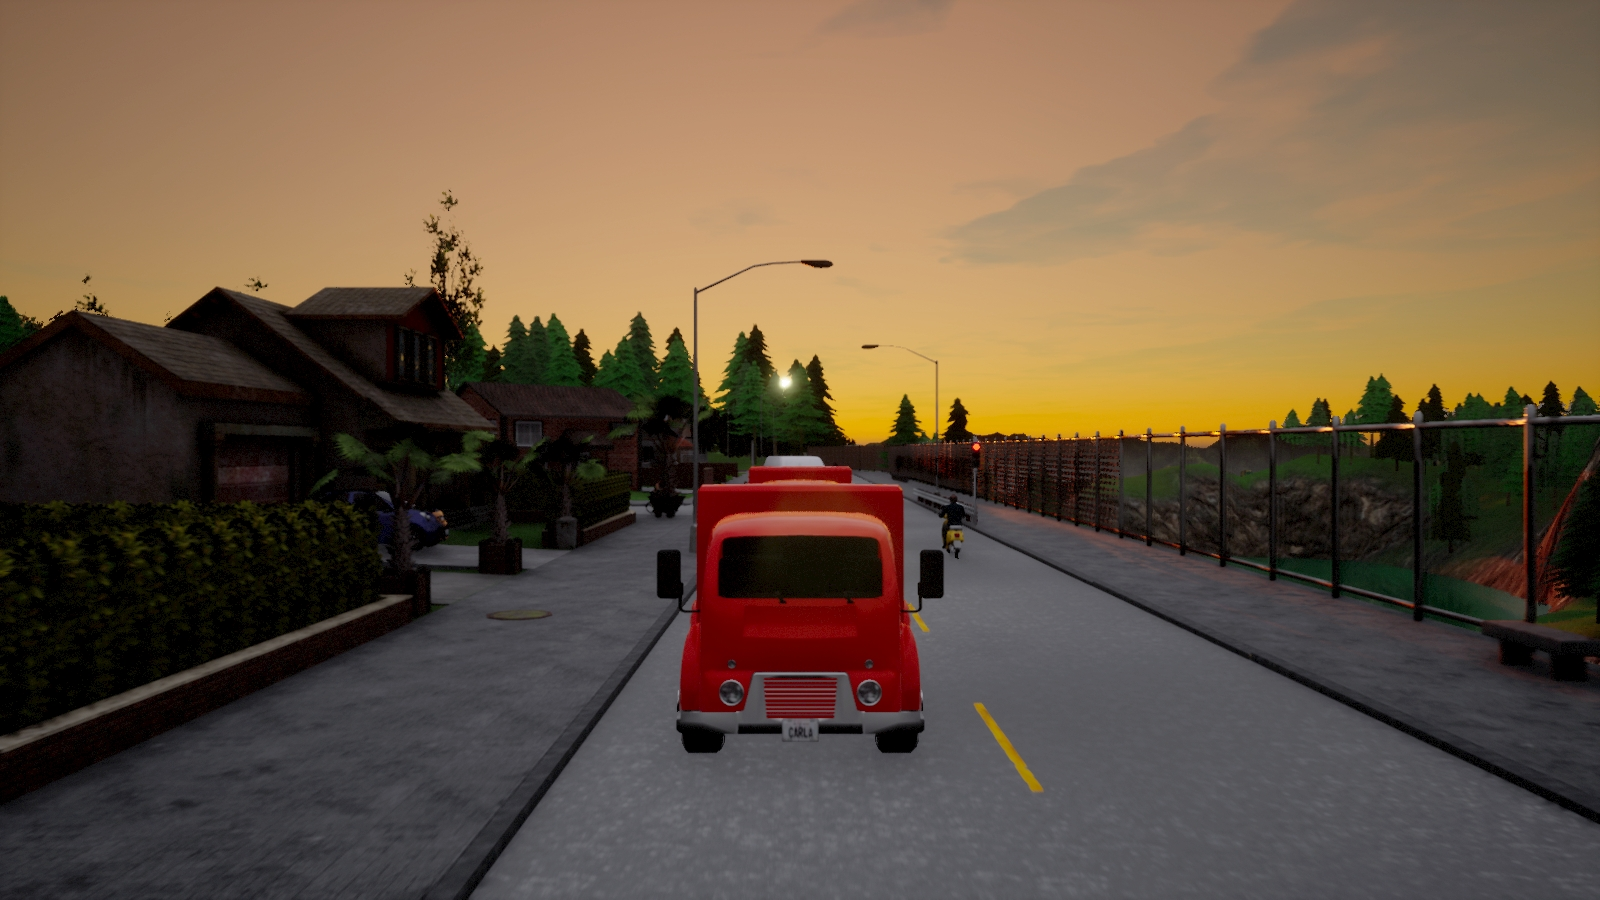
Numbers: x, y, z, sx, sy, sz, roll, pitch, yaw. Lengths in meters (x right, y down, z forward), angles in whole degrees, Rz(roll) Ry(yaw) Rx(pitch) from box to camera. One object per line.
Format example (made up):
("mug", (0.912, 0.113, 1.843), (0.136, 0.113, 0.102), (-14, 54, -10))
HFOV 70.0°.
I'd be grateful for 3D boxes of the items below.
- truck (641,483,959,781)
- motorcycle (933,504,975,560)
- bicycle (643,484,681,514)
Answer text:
("truck", (0.000, 1.583, 12.087), (2.627, 2.467, 5.204), (0, -2, 0))
("motorcycle", (4.000, 2.122, 29.837), (0.856, 1.316, 1.805), (0, 0, 0))
("bicycle", (-6.026, 2.126, 49.922), (1.487, 1.276, 0.859), (0, 0, 8))
